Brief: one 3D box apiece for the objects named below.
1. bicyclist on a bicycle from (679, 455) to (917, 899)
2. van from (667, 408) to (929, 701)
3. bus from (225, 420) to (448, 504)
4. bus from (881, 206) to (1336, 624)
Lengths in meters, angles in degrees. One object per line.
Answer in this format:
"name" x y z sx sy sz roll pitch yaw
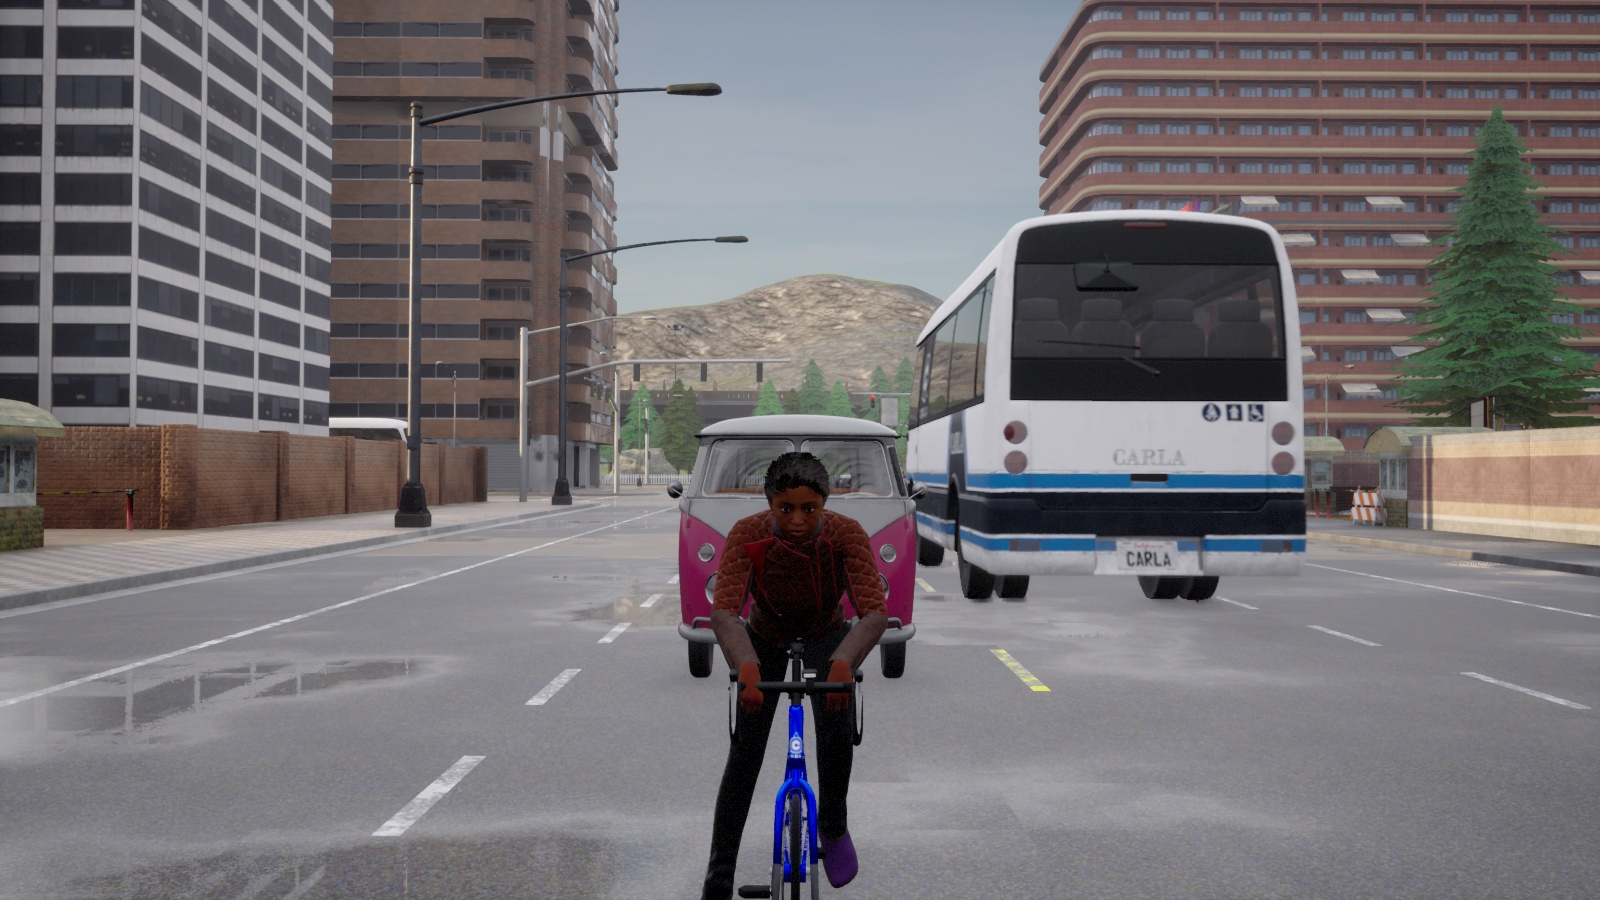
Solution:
"bicyclist on a bicycle" -0.005 0.833 3.919 0.582 1.620 1.656 0 -1 0
"van" -0.015 0.748 10.772 1.775 1.987 4.442 0 -1 0
"bus" -24.146 0.639 65.914 10.273 4.253 3.944 0 -1 0
"bus" 3.470 -0.275 17.960 3.944 4.253 10.273 0 -1 0
